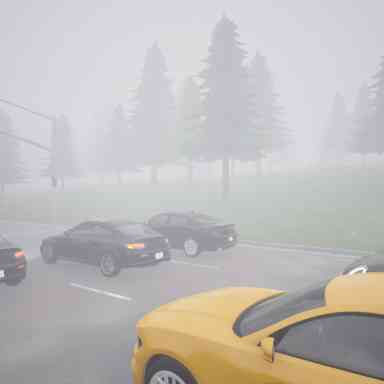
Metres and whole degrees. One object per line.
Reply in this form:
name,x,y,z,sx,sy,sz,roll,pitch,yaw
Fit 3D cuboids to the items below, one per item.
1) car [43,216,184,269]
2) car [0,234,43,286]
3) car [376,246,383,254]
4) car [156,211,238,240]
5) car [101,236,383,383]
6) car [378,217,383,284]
car,-2.739,1.526,10.210,4.674,1.442,1.812,0,0,36
car,-5.844,1.526,8.137,4.674,1.442,1.812,0,0,36
car,4.642,1.352,4.980,4.553,1.767,2.097,0,0,36
car,-0.654,1.478,13.022,5.008,1.535,1.882,0,0,36
car,1.655,1.478,2.812,5.008,1.535,1.882,0,0,36
car,7.150,1.478,7.492,5.008,1.535,1.882,0,0,35
